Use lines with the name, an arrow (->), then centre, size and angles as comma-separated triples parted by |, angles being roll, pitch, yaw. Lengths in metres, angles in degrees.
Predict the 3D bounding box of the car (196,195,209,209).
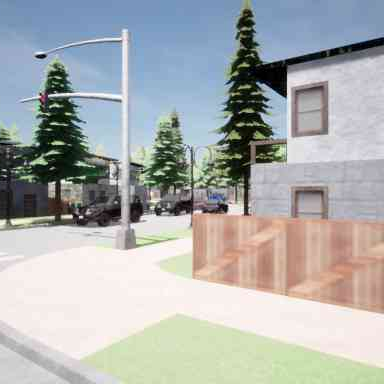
car -> 0.535, 1.333, 42.058 | 2.097, 1.767, 4.553 | 0, 0, 9

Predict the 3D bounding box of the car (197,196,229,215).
car -> 2.406, 1.472, 33.302 | 2.128, 1.511, 4.902 | 0, 0, 17

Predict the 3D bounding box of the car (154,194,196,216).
car -> -1.723, 1.202, 32.459 | 2.150, 2.045, 5.566 | 0, 0, 18

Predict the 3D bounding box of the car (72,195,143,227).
car -> -5.618, 1.202, 23.083 | 2.150, 2.045, 5.566 | 0, 0, 27

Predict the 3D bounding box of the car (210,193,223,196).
car -> 4.296, 1.202, 60.841 | 2.150, 2.045, 5.566 | 0, 0, -9
